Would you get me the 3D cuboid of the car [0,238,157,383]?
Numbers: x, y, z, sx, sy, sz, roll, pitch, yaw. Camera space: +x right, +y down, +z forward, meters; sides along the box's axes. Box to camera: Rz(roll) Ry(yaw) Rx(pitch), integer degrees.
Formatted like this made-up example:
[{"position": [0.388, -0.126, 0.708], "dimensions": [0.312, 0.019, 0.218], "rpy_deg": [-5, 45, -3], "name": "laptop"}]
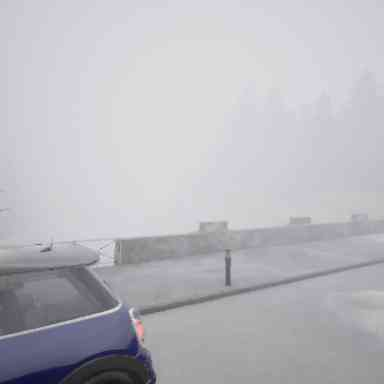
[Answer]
[{"position": [-2.650, 1.362, 2.691], "dimensions": [4.553, 1.767, 2.097], "rpy_deg": [0, 0, -34], "name": "car"}]
